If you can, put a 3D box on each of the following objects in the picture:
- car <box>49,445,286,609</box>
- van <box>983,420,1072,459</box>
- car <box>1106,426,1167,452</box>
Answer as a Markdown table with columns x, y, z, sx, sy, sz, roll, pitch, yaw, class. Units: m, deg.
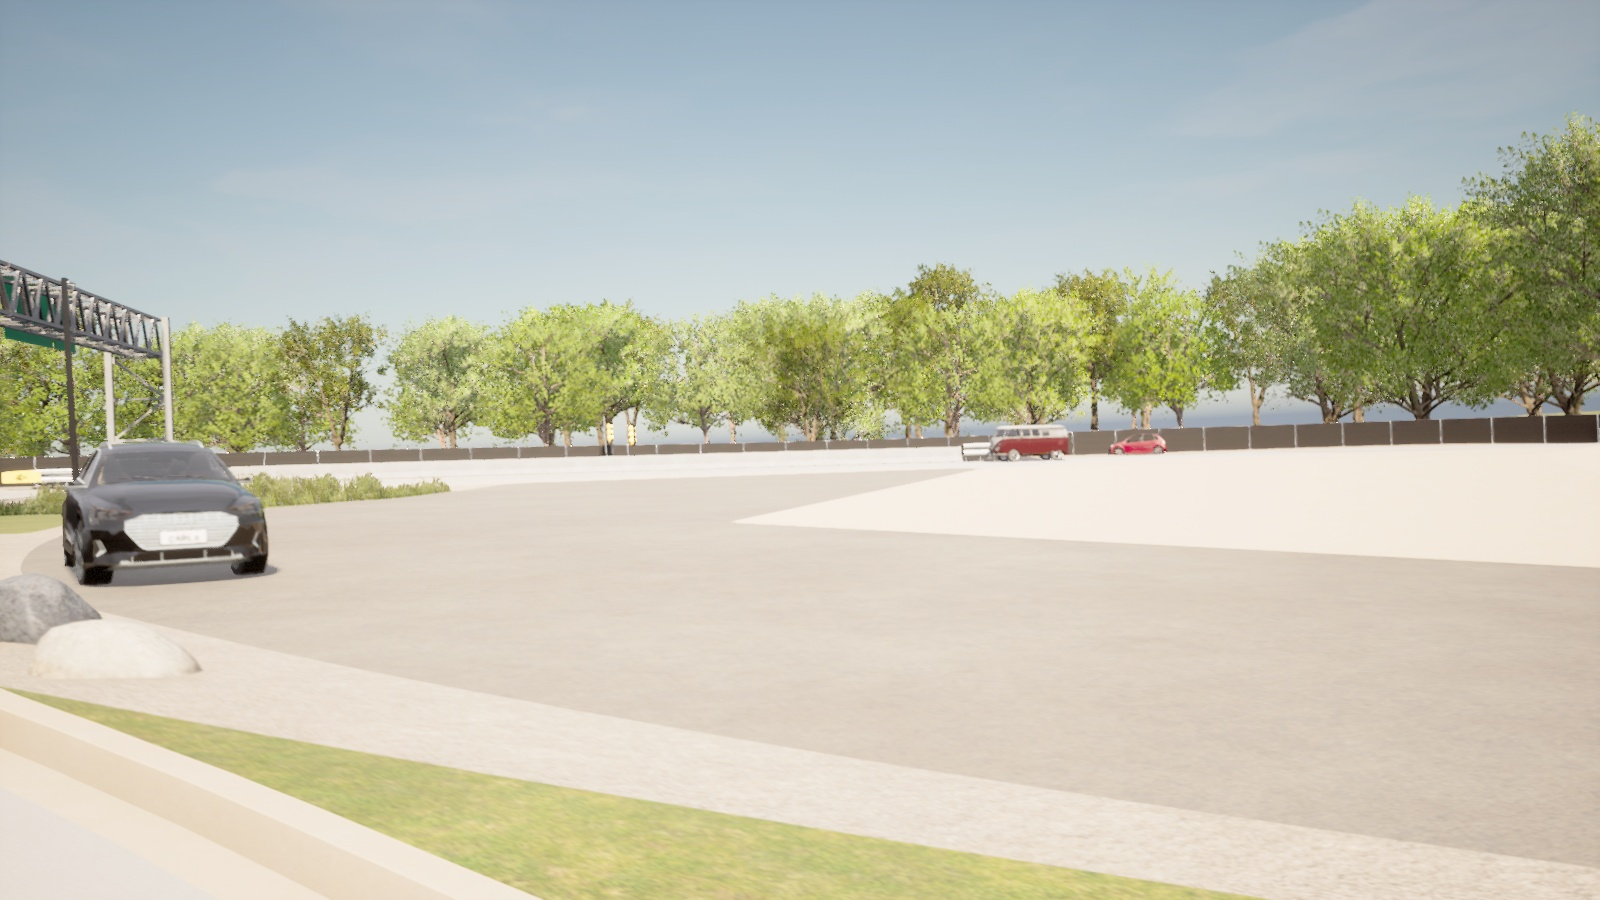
| x | y | z | sx | sy | sz | roll | pitch | yaw | class |
| --- | --- | --- | --- | --- | --- | --- | --- | --- | --- |
| -8.022 | 0.839 | 15.660 | 2.033 | 1.649 | 4.856 | -2 | 0 | -33 | car |
| 12.629 | -0.571 | 69.703 | 4.442 | 1.987 | 1.775 | -3 | 0 | -14 | van |
| 23.630 | -0.783 | 88.242 | 3.988 | 1.617 | 1.851 | -3 | 1 | 15 | car |
